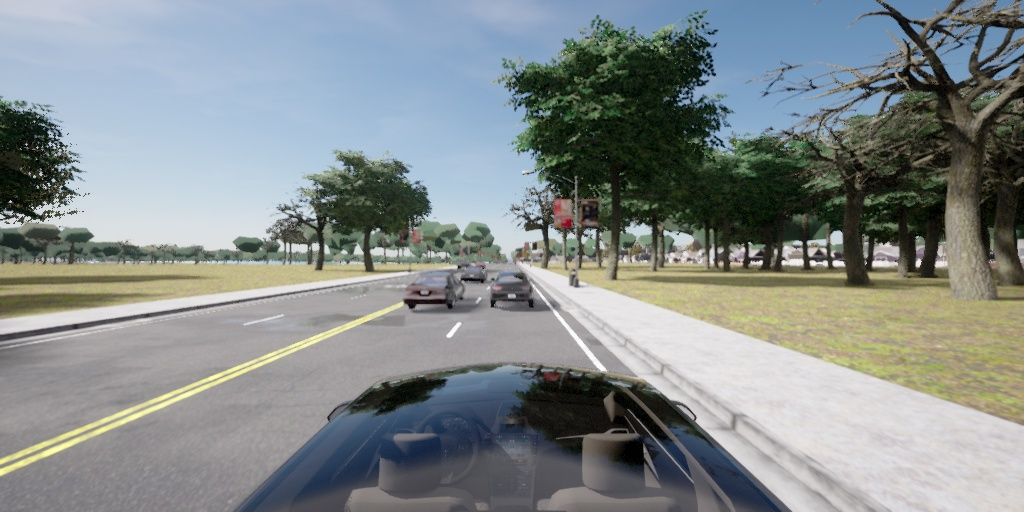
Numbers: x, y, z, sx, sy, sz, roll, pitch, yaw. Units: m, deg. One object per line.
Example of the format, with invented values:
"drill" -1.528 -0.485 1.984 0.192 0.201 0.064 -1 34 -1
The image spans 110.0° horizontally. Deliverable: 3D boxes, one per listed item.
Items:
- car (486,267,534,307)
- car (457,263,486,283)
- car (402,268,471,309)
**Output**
"car" 0.002 1.415 16.225 1.812 1.442 4.674 0 0 0
"car" -3.253 1.600 31.175 1.994 1.385 4.181 0 -1 0
"car" -3.252 1.433 15.843 2.033 1.411 5.357 0 -1 0
